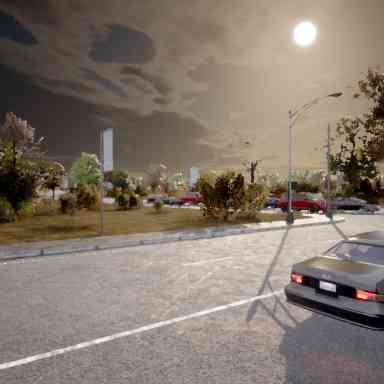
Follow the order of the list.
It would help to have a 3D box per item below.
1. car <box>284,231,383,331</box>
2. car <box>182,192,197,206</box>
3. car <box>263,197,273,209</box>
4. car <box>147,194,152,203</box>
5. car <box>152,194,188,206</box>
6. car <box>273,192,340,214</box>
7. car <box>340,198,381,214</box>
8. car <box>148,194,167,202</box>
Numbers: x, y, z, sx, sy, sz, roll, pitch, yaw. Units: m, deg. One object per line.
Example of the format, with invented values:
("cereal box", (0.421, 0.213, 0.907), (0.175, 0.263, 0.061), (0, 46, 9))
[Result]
("car", (4.176, 1.528, 6.746), (5.357, 1.411, 2.033), (0, 0, -36))
("car", (0.415, 1.044, 52.107), (2.150, 2.045, 5.566), (-1, 0, -39))
("car", (8.445, 1.035, 42.158), (2.150, 2.045, 5.566), (-1, 1, -39))
("car", (-6.392, 1.176, 60.605), (2.097, 1.767, 4.553), (-1, 0, -38))
("car", (-3.486, 1.393, 51.370), (2.033, 1.411, 5.357), (-1, 0, -39))
("car", (11.176, 1.060, 32.930), (2.150, 2.045, 5.566), (0, 0, -34))
("car", (15.908, 1.302, 32.927), (2.128, 1.511, 4.902), (-1, 0, -39))
("car", (-7.646, 1.257, 73.428), (1.882, 1.535, 5.008), (-1, 0, -38))
